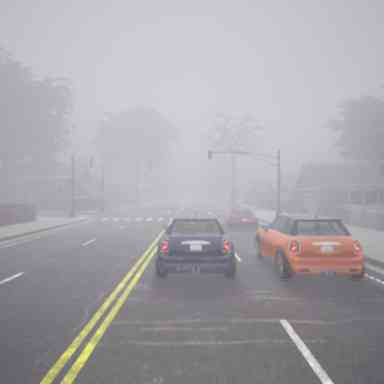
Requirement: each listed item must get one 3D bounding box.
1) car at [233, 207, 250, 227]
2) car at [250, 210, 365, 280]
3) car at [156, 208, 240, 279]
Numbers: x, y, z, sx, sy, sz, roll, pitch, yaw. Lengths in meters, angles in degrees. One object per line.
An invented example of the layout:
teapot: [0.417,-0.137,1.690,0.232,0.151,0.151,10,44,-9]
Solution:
car: [3.348,1.758,23.205,1.994,1.385,4.181,0,-1,0]
car: [3.348,1.442,10.380,2.097,1.767,4.553,0,0,0]
car: [0.098,1.443,10.554,2.097,1.767,4.553,0,0,0]
